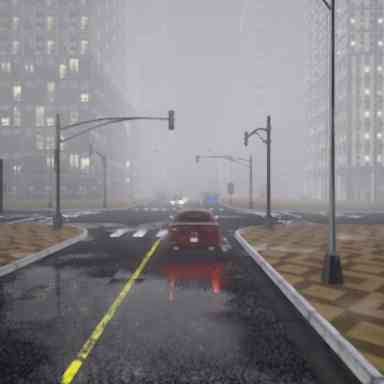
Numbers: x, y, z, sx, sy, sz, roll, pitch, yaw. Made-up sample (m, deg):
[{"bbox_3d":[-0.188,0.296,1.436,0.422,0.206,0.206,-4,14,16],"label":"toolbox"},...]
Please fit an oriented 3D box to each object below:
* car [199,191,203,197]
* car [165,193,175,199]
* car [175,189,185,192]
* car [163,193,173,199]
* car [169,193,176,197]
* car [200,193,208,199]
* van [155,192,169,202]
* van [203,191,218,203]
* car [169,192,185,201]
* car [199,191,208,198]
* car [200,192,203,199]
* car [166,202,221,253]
[{"bbox_3d":[2.912,0.693,76.061,2.192,1.841,5.009,0,0,0],"label":"car"},{"bbox_3d":[-5.431,0.884,81.659,2.008,1.369,4.403,0,0,0],"label":"car"},{"bbox_3d":[-2.758,0.189,79.701,2.150,2.045,5.566,0,0,0],"label":"car"},{"bbox_3d":[-5.469,0.945,76.120,1.947,1.339,4.313,0,0,0],"label":"car"},{"bbox_3d":[-5.354,0.823,92.738,1.802,1.307,4.206,0,0,0],"label":"car"},{"bbox_3d":[2.949,0.877,81.602,1.887,1.381,4.507,0,0,0],"label":"car"},{"bbox_3d":[-5.582,0.857,59.502,1.690,1.788,3.998,0,0,0],"label":"van"},{"bbox_3d":[2.836,0.946,48.370,1.690,1.788,3.998,0,0,0],"label":"van"},{"bbox_3d":[-2.880,1.076,64.342,1.895,1.301,4.718,0,0,1],"label":"car"},{"bbox_3d":[2.988,0.601,87.140,2.192,1.841,5.009,0,0,0],"label":"car"},{"bbox_3d":[2.782,1.105,53.910,1.887,1.381,4.507,0,0,0],"label":"car"},{"bbox_3d":[0.070,1.370,13.200,1.882,1.535,5.008,0,1,0],"label":"car"}]
